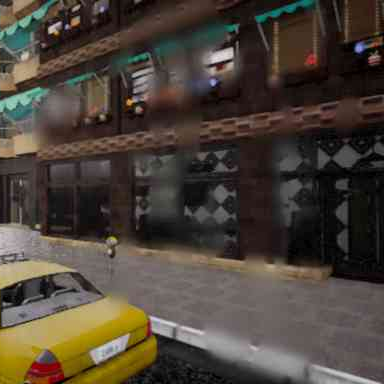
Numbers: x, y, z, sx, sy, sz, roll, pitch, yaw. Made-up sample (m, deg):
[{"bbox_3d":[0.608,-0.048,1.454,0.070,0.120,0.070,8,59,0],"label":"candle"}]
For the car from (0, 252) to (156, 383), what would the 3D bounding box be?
[{"bbox_3d":[-2.692,1.527,4.650,4.829,1.417,1.752,0,0,36],"label":"car"}]
